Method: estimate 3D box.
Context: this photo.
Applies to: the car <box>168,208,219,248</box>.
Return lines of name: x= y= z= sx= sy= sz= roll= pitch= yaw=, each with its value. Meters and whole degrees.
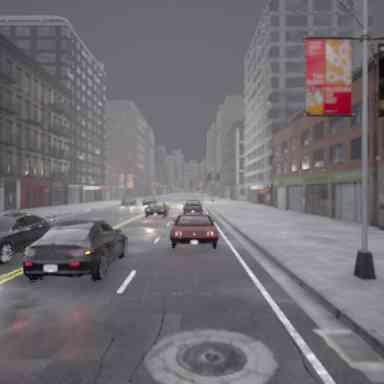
car: x=0.086 y=1.607 z=14.803 sx=1.895 sy=1.301 sz=4.718 roll=0 pitch=0 yaw=0

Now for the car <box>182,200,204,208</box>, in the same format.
car: x=0.086 y=1.514 z=32.536 sx=1.837 sy=1.490 sz=4.892 roll=0 pitch=0 yaw=0

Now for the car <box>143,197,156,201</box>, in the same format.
car: x=-6.592 y=1.479 z=52.063 sx=1.882 sy=1.535 sz=5.008 roll=0 pitch=0 yaw=0

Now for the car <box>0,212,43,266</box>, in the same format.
car: x=-6.603 y=1.510 z=11.686 sx=1.837 sy=1.490 sz=4.892 roll=0 pitch=0 yaw=0

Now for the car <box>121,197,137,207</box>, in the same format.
car: x=-9.841 y=1.507 z=52.074 sx=1.837 sy=1.490 sz=4.892 roll=0 pitch=0 yaw=0

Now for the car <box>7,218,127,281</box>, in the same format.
car: x=-3.153 y=1.530 z=9.713 sx=1.812 sy=1.442 sz=4.674 roll=0 pitch=0 yaw=0

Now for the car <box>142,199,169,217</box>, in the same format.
car: x=-3.160 y=1.610 z=31.035 sx=1.895 sy=1.301 sz=4.718 roll=0 pitch=0 yaw=0
